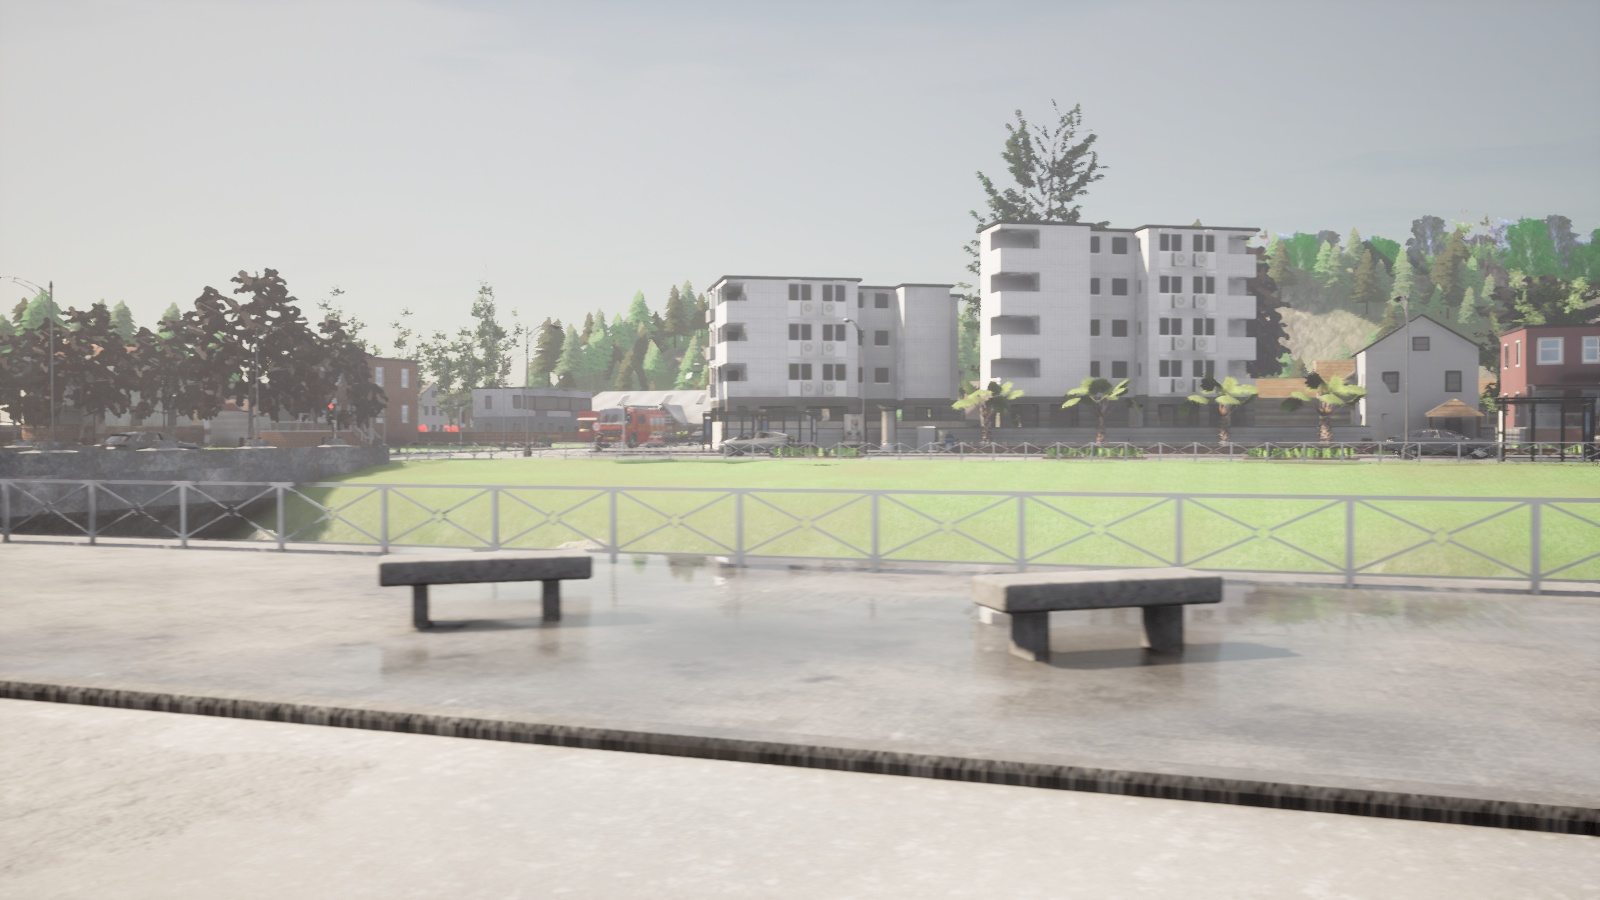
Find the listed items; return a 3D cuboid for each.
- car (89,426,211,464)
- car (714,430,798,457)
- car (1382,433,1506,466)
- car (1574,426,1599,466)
[{"bbox_3d":[-29.550,-0.272,57.250,2.033,1.649,4.856,1,1,20],"label":"car"},{"bbox_3d":[-2.586,-0.420,73.916,4.514,1.525,2.007,1,1,19],"label":"car"},{"bbox_3d":[30.021,-0.045,58.724,4.902,1.511,2.128,1,1,19],"label":"car"},{"bbox_3d":[39.358,-0.187,59.800,3.866,1.878,1.905,1,1,19],"label":"car"}]
